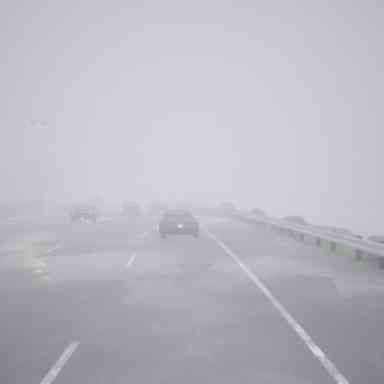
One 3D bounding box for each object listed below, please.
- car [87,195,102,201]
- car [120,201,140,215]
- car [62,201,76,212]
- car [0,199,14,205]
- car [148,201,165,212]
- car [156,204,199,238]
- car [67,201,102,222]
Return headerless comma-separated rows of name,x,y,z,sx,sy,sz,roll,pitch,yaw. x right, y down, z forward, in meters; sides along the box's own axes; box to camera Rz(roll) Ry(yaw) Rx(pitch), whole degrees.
car,-18.417,1.520,62.634,2.150,2.045,5.566,0,-1,-23
car,-6.595,1.671,35.333,2.033,1.411,5.357,-1,0,-14
car,-15.824,1.847,43.702,1.895,1.301,4.718,-1,0,-16
car,-31.170,1.976,55.918,1.837,1.490,4.892,0,0,-20
car,-4.286,1.702,40.742,1.895,1.301,4.718,-1,0,-14
car,-0.797,1.595,18.031,1.994,1.385,4.181,-1,0,-6
car,-8.870,1.743,27.984,1.895,1.301,4.718,-1,0,-10
